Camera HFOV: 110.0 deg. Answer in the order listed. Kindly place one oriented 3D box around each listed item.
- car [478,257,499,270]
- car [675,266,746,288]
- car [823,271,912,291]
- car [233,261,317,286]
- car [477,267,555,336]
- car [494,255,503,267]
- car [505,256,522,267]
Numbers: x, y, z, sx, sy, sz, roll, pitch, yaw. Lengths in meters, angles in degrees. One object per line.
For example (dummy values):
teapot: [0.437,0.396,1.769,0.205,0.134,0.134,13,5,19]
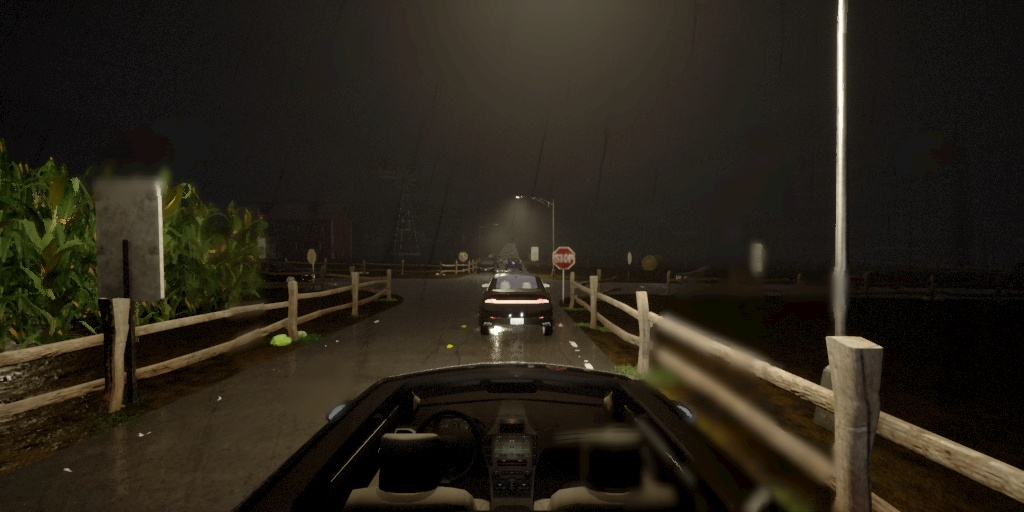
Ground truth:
car: [-2.761,1.158,40.250,1.882,1.535,5.008,0,0,0]
car: [14.221,1.471,25.809,4.674,1.442,1.812,1,2,0]
car: [25.425,1.731,25.754,4.718,1.301,1.895,1,2,0]
car: [-15.200,1.089,23.070,4.892,1.490,1.837,1,2,-2]
car: [0.117,1.235,10.395,2.128,1.511,4.902,0,0,0]
car: [-2.727,1.032,51.191,1.837,1.490,4.892,0,1,0]
car: [0.199,0.930,48.445,2.097,1.767,4.553,0,1,0]
